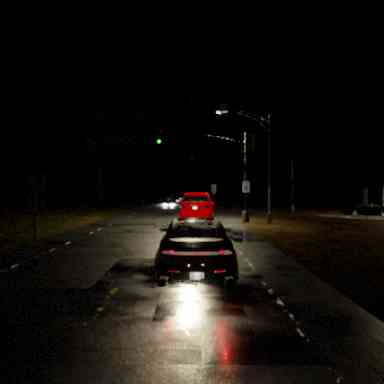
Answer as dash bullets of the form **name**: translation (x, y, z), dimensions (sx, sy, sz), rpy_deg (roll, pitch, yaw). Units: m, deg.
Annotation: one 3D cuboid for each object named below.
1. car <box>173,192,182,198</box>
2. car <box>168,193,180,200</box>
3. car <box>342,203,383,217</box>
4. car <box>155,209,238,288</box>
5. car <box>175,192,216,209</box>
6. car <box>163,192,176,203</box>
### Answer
- **car**: translation (-3.500, 0.713, 80.433), dimensions (1.994, 1.385, 4.181), rpy_deg (0, 1, 0)
- **car**: translation (-3.530, 0.875, 65.858), dimensions (1.994, 1.385, 4.181), rpy_deg (0, 1, 1)
- **car**: translation (19.236, 1.925, 36.837), dimensions (5.008, 1.535, 1.882), rpy_deg (2, 0, 0)
- **car**: translation (0.100, 1.443, 9.119), dimensions (2.128, 1.511, 4.902), rpy_deg (0, 0, 0)
- **car**: translation (0.470, 1.048, 23.245), dimensions (2.150, 2.045, 5.566), rpy_deg (0, 1, 6)
- **car**: translation (-3.571, 0.943, 53.203), dimensions (2.128, 1.511, 4.902), rpy_deg (0, 1, 0)
